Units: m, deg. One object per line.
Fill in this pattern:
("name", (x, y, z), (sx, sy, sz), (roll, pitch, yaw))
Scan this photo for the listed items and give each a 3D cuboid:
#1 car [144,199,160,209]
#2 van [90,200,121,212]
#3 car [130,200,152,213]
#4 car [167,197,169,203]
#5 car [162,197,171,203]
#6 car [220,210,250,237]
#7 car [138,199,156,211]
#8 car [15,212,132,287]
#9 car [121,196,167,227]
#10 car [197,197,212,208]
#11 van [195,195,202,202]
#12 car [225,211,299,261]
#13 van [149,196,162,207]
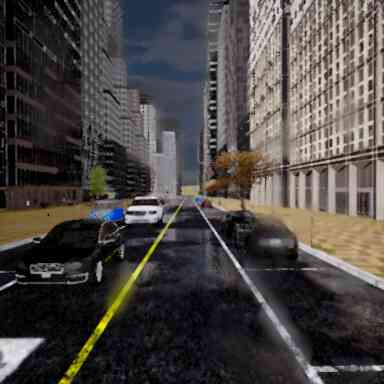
("car", (-6.193, 1.824, 51.660), (1.887, 1.381, 4.507), (-1, 0, -1))
("van", (-5.918, 1.478, 23.537), (1.690, 1.788, 3.998), (-1, 0, -1))
("car", (-6.081, 1.770, 40.410), (2.008, 1.369, 4.403), (-1, 0, -1))
("car", (-6.361, 1.917, 68.533), (1.887, 1.381, 4.507), (-1, 0, -1))
("car", (-6.528, 2.023, 85.407), (2.008, 1.369, 4.403), (-1, 0, -1))
("car", (2.523, 1.626, 17.994), (1.947, 1.339, 4.313), (-1, 0, -1))
("car", (-6.136, 1.773, 45.865), (1.752, 1.417, 4.829), (-1, 0, -1))
("car", (-3.173, 1.564, 9.608), (1.837, 1.490, 4.892), (0, 0, -1))
("car", (-3.297, 1.345, 23.928), (2.150, 2.045, 5.566), (0, 0, 0))
("car", (2.187, 1.809, 51.743), (1.802, 1.307, 4.206), (-1, 0, -1))
("van", (1.846, 1.761, 85.493), (1.690, 1.788, 3.998), (-1, 0, -1))
("car", (2.579, 1.601, 12.370), (1.947, 1.339, 4.313), (-1, 0, -1))
("van", (-6.253, 1.651, 57.284), (1.690, 1.788, 3.998), (-1, 0, -1))
